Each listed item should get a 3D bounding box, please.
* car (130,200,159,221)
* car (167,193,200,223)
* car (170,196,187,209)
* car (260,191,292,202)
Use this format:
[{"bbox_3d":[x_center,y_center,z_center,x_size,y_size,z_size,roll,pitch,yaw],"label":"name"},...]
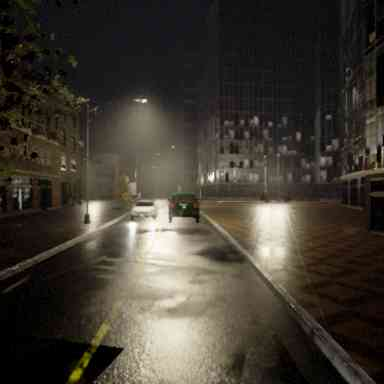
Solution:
[{"bbox_3d":[-3.539,1.338,25.392,1.812,1.442,4.674,0,0,-2],"label":"car"},{"bbox_3d":[-0.625,1.046,24.233,2.150,2.045,5.566,0,1,-3],"label":"car"},{"bbox_3d":[-1.706,1.232,40.101,1.812,1.442,4.674,0,0,-5],"label":"car"},{"bbox_3d":[13.439,0.797,53.475,5.009,1.841,2.192,0,-1,15],"label":"car"}]
